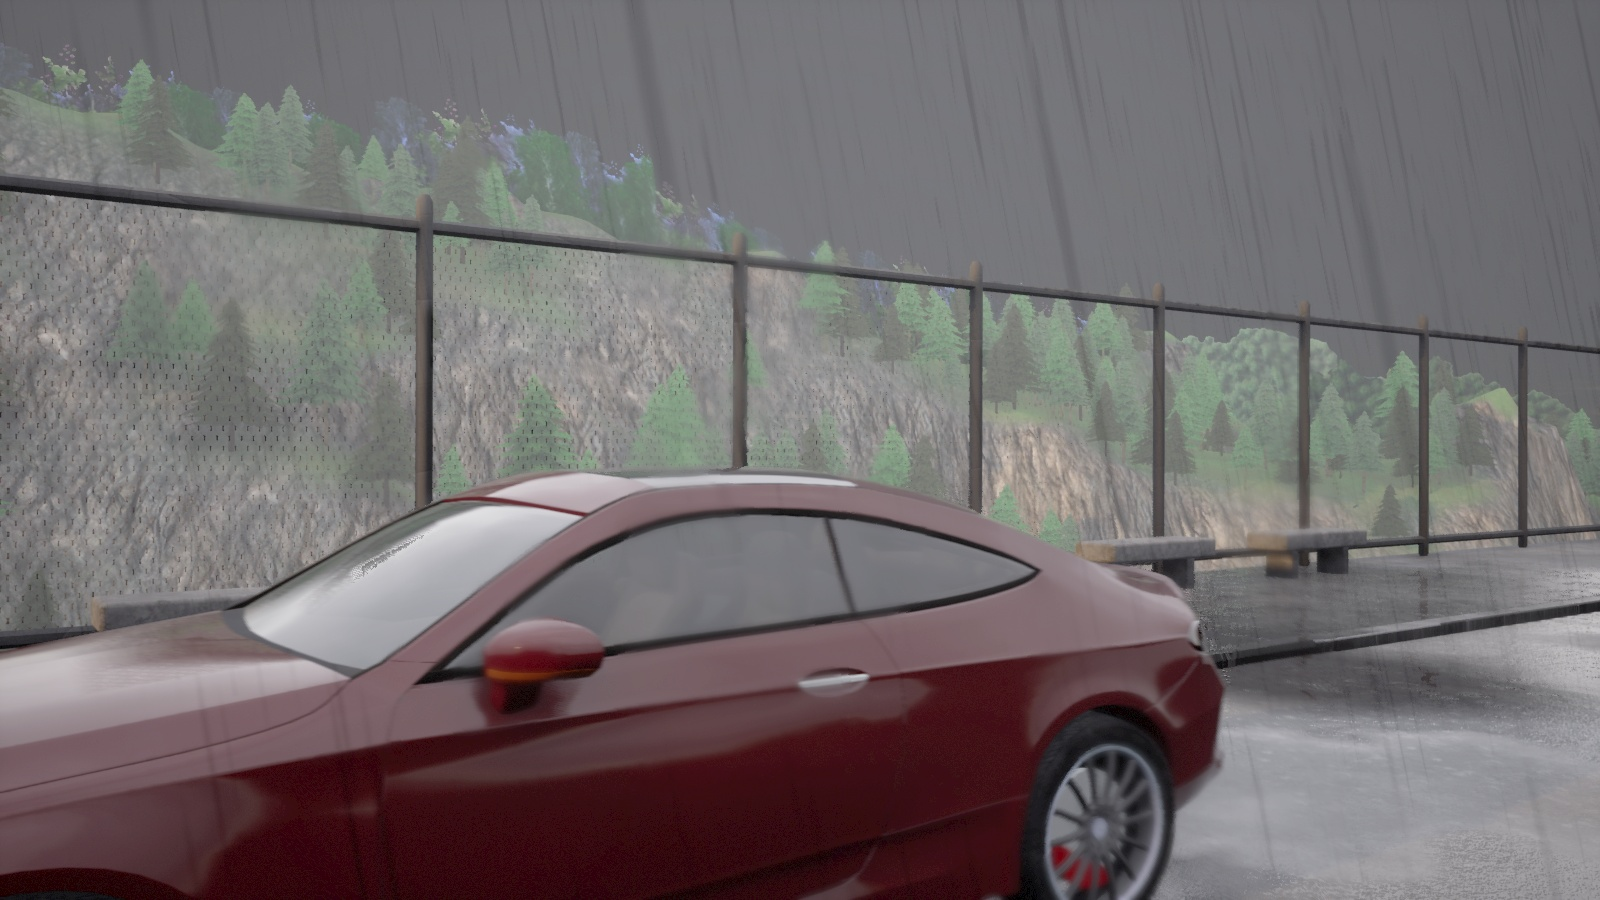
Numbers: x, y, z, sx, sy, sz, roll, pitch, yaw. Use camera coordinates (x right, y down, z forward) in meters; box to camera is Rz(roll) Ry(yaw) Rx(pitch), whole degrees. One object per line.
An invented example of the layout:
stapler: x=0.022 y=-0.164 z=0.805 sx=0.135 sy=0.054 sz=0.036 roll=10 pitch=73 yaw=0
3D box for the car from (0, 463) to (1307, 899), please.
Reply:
car: x=-0.661 y=0.781 z=3.808 sx=4.674 sy=1.442 sz=1.812 roll=0 pitch=0 yaw=-35
